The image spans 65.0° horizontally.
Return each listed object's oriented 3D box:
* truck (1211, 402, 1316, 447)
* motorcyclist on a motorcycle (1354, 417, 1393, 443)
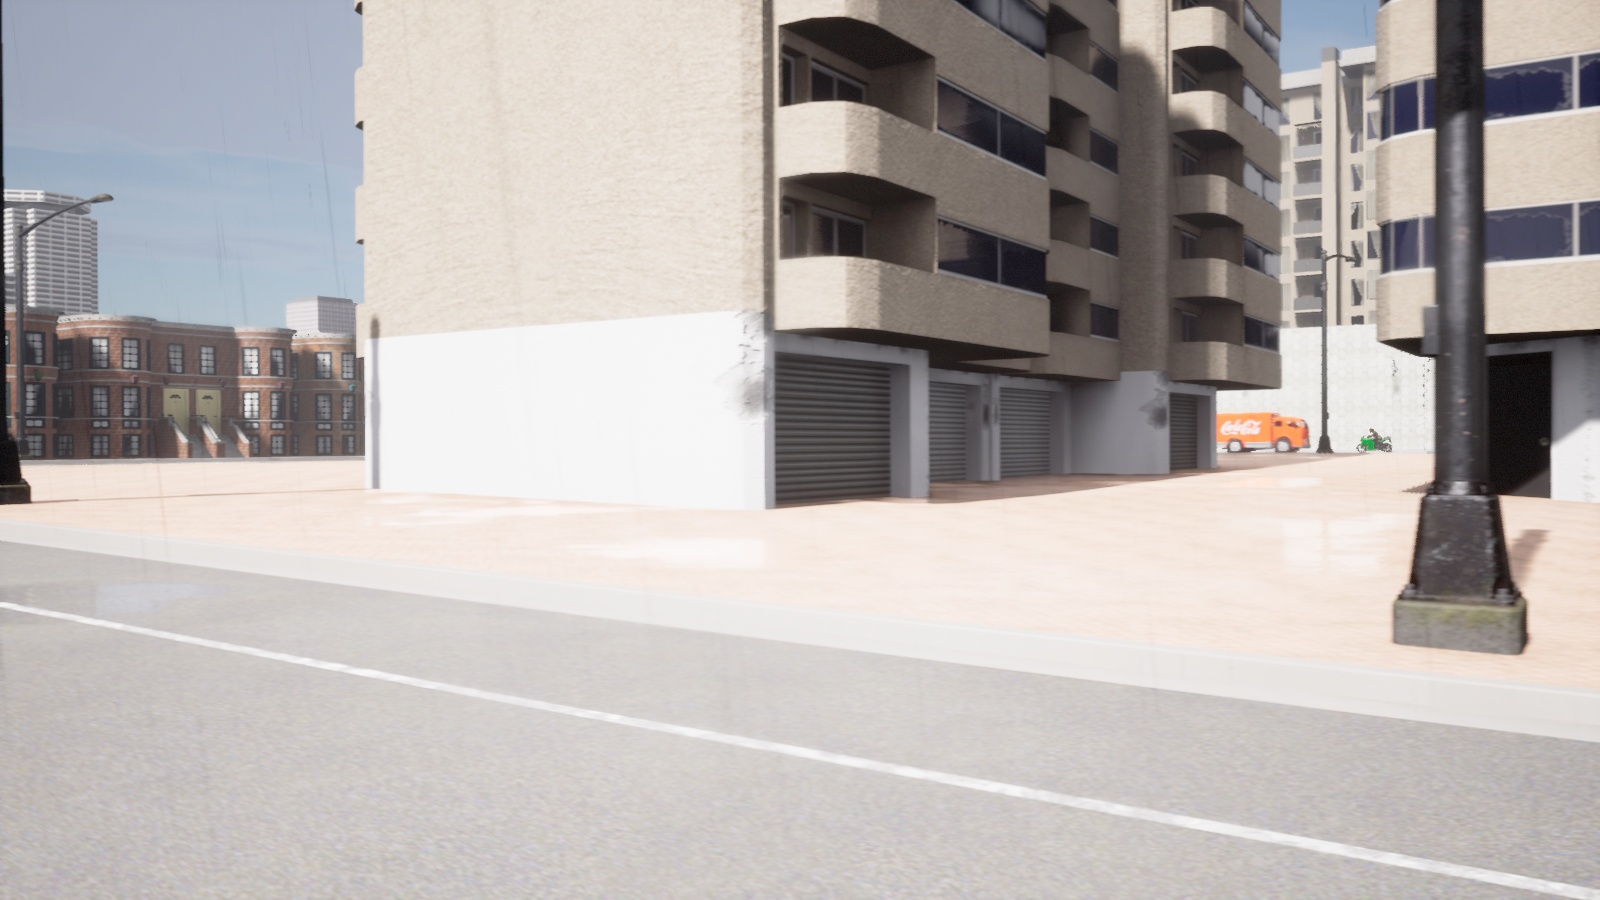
[{"bbox_3d":[27.137,-1.466,73.600,5.204,2.467,2.627,-1,0,35],"label":"truck"},{"bbox_3d":[35.006,-1.189,76.624,2.044,1.523,0.797,-1,0,35],"label":"motorcyclist on a motorcycle"}]
